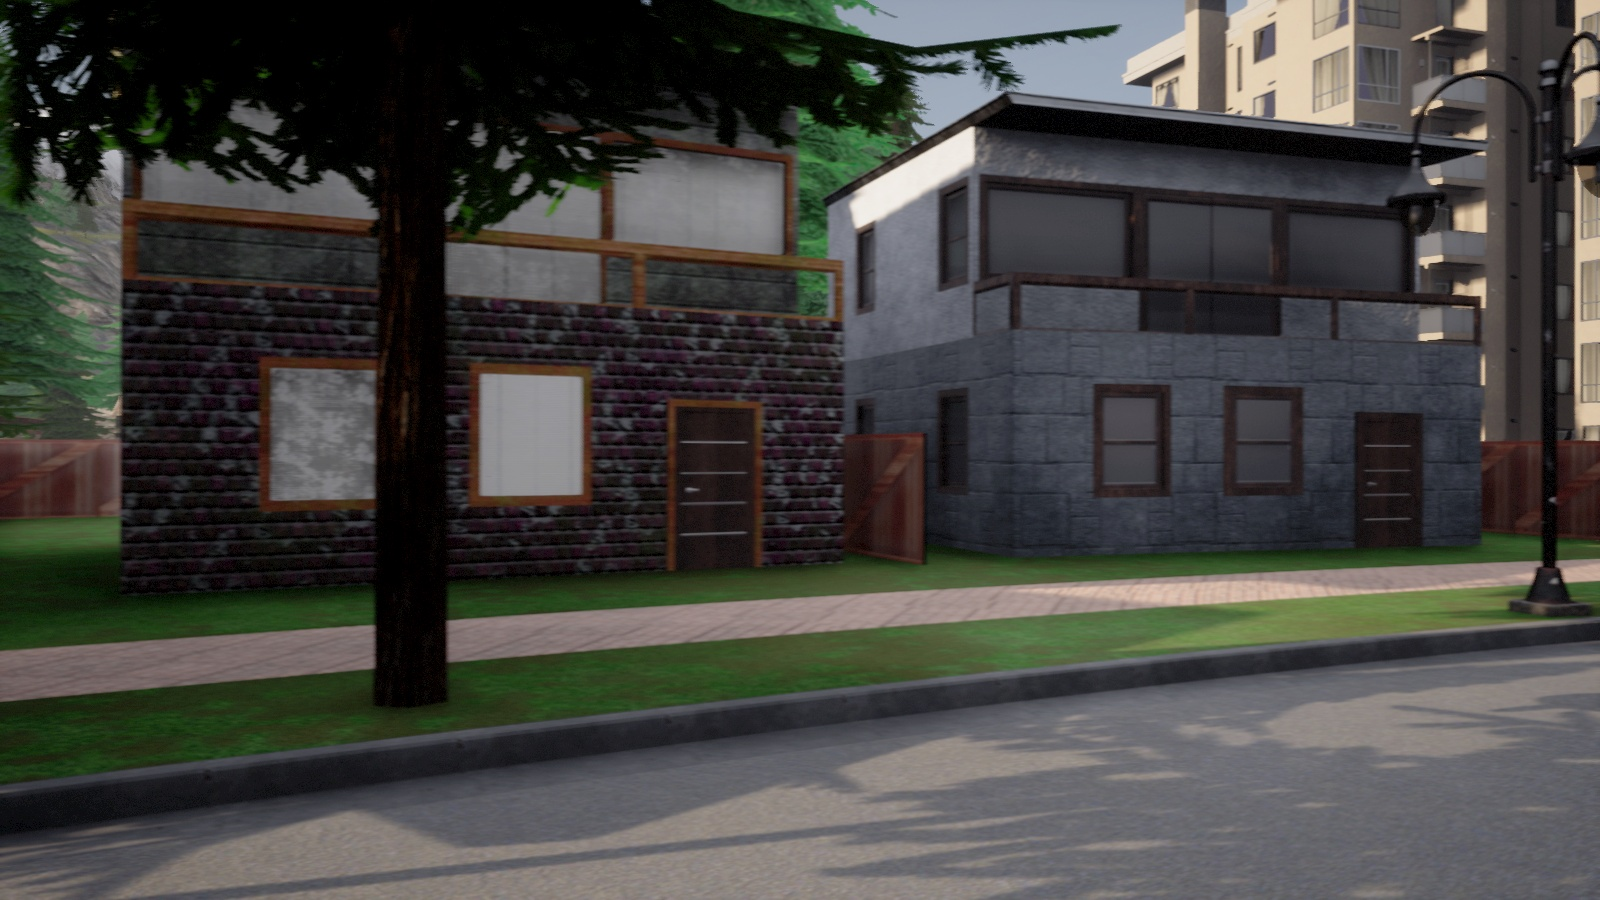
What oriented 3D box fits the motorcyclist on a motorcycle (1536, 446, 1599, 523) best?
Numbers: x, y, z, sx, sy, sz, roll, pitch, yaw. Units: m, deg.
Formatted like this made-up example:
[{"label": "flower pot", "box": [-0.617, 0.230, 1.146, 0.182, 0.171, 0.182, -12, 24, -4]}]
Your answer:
[{"label": "motorcyclist on a motorcycle", "box": [17.441, 0.737, 27.546, 0.766, 1.649, 2.350, 0, 0, -17]}]
